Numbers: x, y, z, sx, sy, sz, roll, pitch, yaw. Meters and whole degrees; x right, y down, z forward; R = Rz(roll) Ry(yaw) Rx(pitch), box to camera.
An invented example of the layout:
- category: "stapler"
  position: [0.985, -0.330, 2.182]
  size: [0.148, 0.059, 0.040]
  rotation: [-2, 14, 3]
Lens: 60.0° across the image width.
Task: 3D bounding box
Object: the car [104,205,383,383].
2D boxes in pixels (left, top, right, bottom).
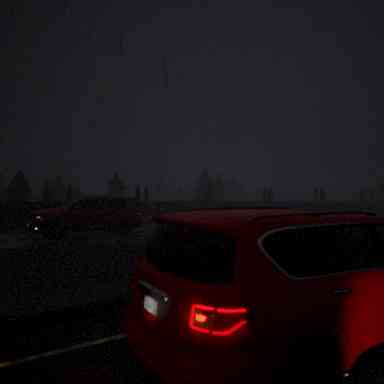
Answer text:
- category: "car"
  position: [1.840, 1.254, 4.778]
  size: [5.566, 2.045, 2.150]
  rotation: [1, 0, -33]

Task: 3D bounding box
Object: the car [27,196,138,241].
- category: "car"
  position: [-5.308, 1.228, 17.005]
  size: [5.566, 2.045, 2.150]
  rotation: [1, 0, -32]
